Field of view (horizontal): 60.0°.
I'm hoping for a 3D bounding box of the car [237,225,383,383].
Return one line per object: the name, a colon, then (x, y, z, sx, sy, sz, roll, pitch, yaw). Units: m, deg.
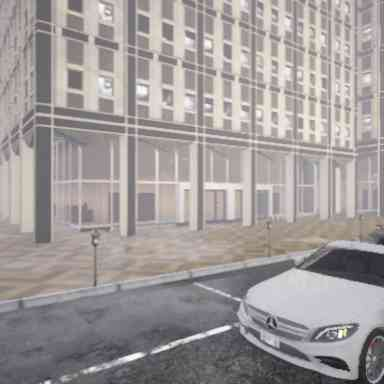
car: (2.843, 1.526, 5.404, 4.674, 1.442, 1.812, 0, 0, -35)
